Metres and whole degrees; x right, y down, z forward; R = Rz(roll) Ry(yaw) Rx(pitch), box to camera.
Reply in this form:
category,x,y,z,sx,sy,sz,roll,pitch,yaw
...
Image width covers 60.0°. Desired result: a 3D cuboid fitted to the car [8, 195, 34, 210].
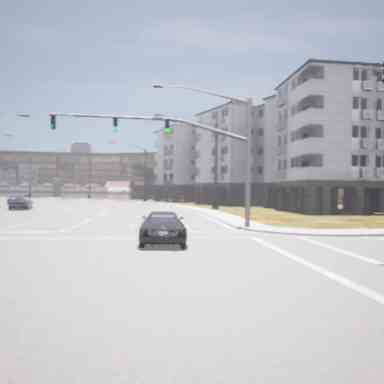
category,x,y,z,sx,sy,sz,roll,pitch,yaw
car,-18.845,1.282,36.720,1.895,1.301,4.718,1,0,-18

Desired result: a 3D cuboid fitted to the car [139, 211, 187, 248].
category,x,y,z,sx,sy,sz,roll,pitch,yaw
car,-1.309,1.547,14.868,1.994,1.385,4.181,1,0,-6

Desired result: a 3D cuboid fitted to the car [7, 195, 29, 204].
category,x,y,z,sx,sy,sz,roll,pitch,yaw
car,-26.902,1.128,51.407,1.895,1.301,4.718,1,0,-42
